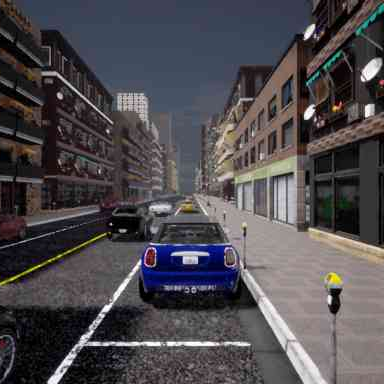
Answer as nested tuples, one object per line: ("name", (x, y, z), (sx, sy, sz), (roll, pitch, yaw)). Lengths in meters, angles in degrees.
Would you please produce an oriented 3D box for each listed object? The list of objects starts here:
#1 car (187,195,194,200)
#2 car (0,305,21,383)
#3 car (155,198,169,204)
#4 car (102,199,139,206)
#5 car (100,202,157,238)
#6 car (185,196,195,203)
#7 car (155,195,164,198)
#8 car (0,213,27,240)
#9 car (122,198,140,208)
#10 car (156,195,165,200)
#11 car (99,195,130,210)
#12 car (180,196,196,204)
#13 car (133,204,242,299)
("car", (-0.452, 1.513, 93.685), (1.752, 1.417, 4.829), (0, 0, 0))
("car", (-3.050, 1.526, 2.231), (1.812, 1.442, 4.674), (0, 0, 0))
("car", (-3.048, 1.601, 33.007), (1.895, 1.301, 4.718), (0, 0, 0))
("car", (-6.242, 1.601, 29.715), (1.895, 1.301, 4.718), (0, 0, 0))
("car", (-3.144, 1.505, 17.504), (1.837, 1.490, 4.892), (0, 0, 0))
("car", (-0.453, 1.545, 70.970), (2.008, 1.369, 4.403), (0, 0, 0))
("car", (-8.834, 1.541, 87.882), (2.008, 1.369, 4.403), (0, 0, 0))
("car", (-8.835, 1.583, 14.612), (1.802, 1.307, 4.206), (0, 0, 0))
("car", (-8.834, 1.543, 48.430), (1.887, 1.381, 4.507), (0, 0, 0))
("car", (-8.834, 1.539, 93.519), (2.008, 1.369, 4.403), (0, 0, 0))
("car", (-8.833, 1.314, 37.157), (2.192, 1.841, 5.009), (0, 0, 0))
("car", (-0.454, 1.525, 37.323), (1.752, 1.417, 4.829), (0, 0, 0))
("car", (-0.032, 1.353, 8.619), (2.097, 1.767, 4.553), (0, 0, 0))
